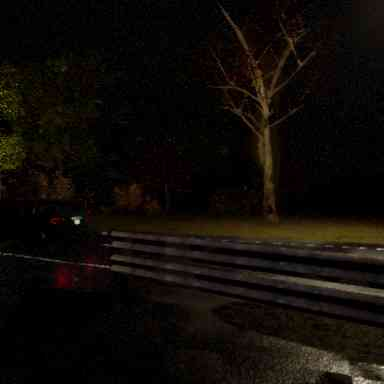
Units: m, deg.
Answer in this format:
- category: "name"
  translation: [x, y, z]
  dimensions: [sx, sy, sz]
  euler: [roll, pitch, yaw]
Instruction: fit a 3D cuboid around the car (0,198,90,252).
- category: "car"
  translation: [-7.029, 1.278, 14.140]
  dimensions: [5.566, 2.045, 2.150]
  euler: [0, -1, 21]
